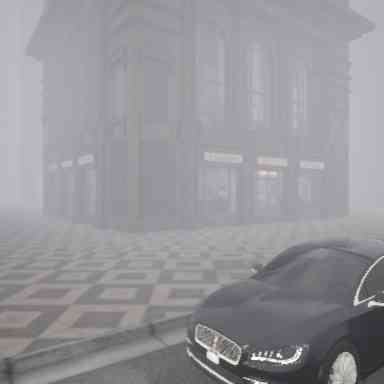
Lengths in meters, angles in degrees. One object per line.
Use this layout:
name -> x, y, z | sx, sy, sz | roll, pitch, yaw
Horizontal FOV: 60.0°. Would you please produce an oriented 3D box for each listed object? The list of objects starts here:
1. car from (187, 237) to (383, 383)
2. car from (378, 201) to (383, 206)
car -> 2.198, 1.507, 4.948 | 4.892, 1.490, 1.837 | 0, 0, -36
car -> 33.475, 1.750, 55.415 | 1.947, 1.339, 4.313 | 0, 0, -36
